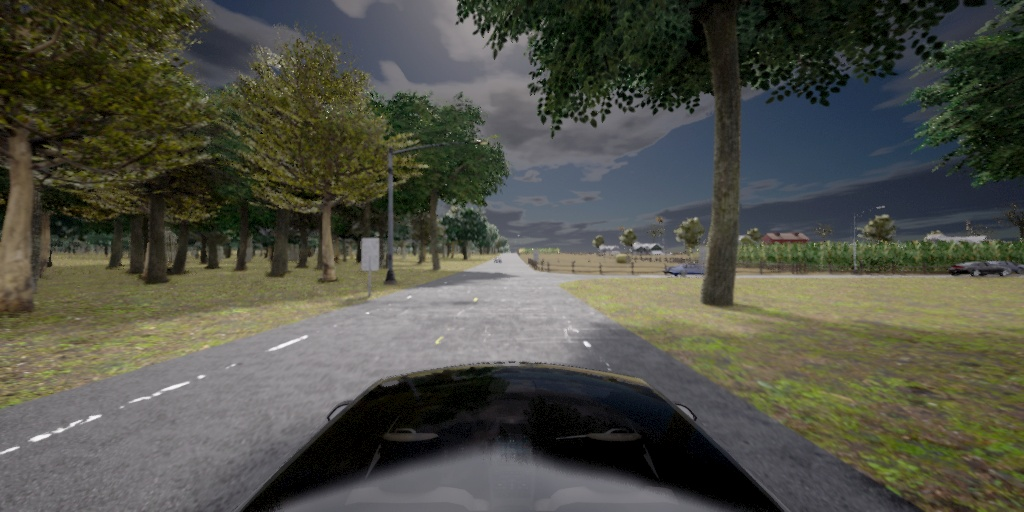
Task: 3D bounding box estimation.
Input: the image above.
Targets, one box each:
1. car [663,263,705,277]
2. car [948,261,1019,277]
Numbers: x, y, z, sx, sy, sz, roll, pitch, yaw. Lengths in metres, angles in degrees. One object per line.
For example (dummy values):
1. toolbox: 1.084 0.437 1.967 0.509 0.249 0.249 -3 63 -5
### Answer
1. car: 18.374 1.403 36.545 5.357 1.411 2.033 0 -1 0
2. car: 47.894 1.352 36.736 4.892 1.490 1.837 0 -1 0
